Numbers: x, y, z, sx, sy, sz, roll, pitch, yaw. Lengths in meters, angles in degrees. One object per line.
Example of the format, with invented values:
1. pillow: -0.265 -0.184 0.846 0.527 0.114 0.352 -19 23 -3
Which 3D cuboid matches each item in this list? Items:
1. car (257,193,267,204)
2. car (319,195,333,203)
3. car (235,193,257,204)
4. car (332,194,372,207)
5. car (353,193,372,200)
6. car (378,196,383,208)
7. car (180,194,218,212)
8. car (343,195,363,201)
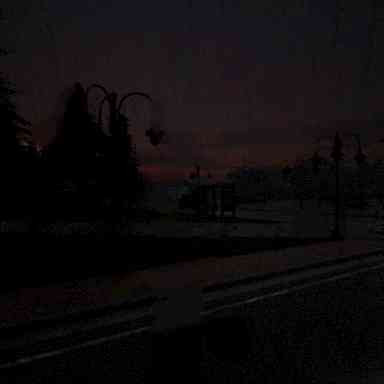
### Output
1. car: 11.265 1.345 60.994 2.152 1.636 5.027 0 0 -36
2. car: 25.365 1.334 61.625 1.845 1.501 3.633 0 0 -36
3. car: 8.741 1.354 59.130 2.007 1.523 4.514 0 0 -36
4. car: 21.983 1.399 45.712 1.970 1.475 3.806 0 0 -36
5. car: 42.187 1.091 82.361 1.905 1.878 3.866 0 0 -36
6. car: 23.866 1.388 37.940 1.845 1.501 3.633 0 0 -36
7. car: 0.678 1.238 39.978 2.150 2.045 5.566 0 0 -36
8. car: 39.125 1.375 80.928 1.970 1.475 3.806 0 0 -36
